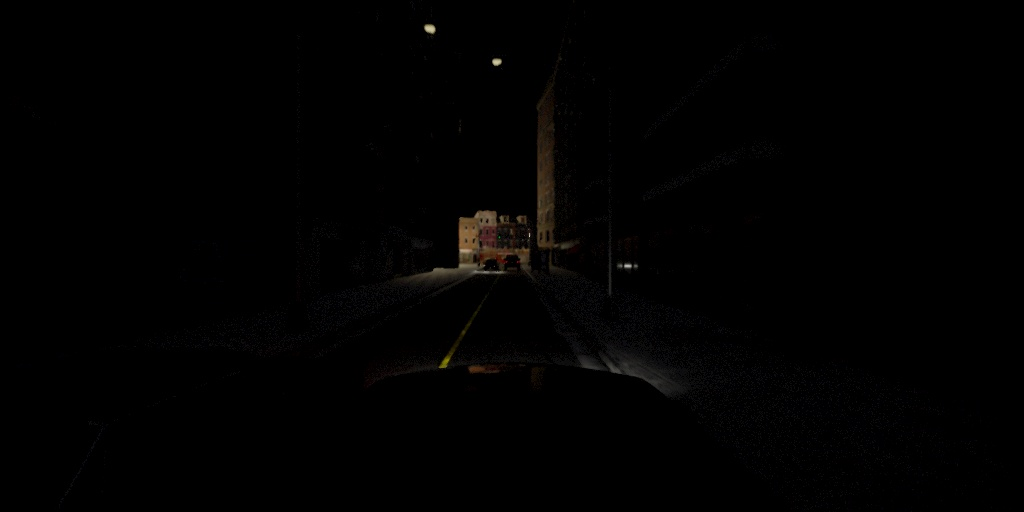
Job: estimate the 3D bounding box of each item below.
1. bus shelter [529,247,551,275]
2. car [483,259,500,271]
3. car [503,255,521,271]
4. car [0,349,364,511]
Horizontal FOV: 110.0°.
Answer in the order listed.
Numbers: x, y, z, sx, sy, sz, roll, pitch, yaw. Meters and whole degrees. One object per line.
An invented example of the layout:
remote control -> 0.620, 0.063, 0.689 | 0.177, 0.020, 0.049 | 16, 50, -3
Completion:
bus shelter -> 2.891, 0.545, 35.288 | 1.920, 2.740, 3.880 | 0, 0, 0
car -> -2.569, 1.152, 45.359 | 1.837, 1.490, 4.892 | 0, 0, 0
car -> 0.032, 0.863, 47.969 | 2.150, 2.045, 5.566 | 0, 1, 0
car -> -2.601, 1.351, 1.823 | 1.895, 1.301, 4.718 | 0, 0, 0
